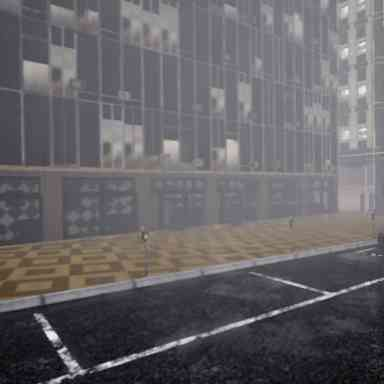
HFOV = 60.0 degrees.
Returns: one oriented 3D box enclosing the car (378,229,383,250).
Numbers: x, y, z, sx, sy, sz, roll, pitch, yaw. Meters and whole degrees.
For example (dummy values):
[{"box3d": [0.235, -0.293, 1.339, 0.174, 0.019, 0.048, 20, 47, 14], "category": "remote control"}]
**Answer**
[{"box3d": [9.164, 1.579, 13.277, 4.313, 1.339, 1.947, 0, -1, -35], "category": "car"}]
